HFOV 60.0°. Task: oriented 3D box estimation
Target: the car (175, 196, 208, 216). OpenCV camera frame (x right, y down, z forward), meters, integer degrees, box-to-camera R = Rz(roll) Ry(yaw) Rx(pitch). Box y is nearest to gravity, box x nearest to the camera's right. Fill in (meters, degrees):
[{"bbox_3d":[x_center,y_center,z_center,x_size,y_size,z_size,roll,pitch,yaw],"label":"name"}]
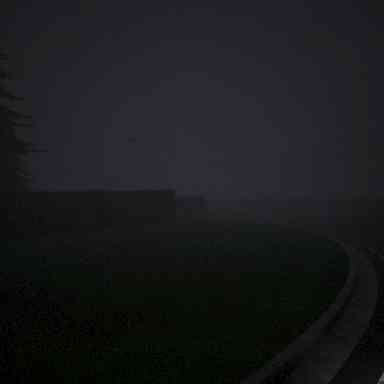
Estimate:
[{"bbox_3d":[-0.905,1.442,35.860,5.566,2.045,2.150,-1,-1,37],"label":"car"}]
